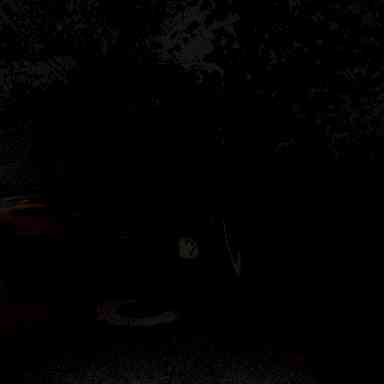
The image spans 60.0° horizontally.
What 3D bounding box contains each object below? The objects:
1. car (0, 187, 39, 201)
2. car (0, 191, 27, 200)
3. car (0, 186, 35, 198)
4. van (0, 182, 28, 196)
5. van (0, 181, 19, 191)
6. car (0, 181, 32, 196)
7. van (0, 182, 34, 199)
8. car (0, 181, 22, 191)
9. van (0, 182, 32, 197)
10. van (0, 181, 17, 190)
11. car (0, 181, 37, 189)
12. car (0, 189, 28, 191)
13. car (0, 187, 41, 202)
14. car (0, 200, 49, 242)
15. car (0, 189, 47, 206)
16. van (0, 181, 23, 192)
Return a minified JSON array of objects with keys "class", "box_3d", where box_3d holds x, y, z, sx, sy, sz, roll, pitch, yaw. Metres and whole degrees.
[{"class":"car","box_3d":[-20.775,0.193,39.067,4.792,1.488,2.163,1,1,-30]},{"class":"car","box_3d":[-8.287,1.060,17.659,4.553,1.767,2.185,1,2,-30]},{"class":"car","box_3d":[-23.583,-0.031,43.835,5.008,1.535,2.097,1,1,-30]},{"class":"van","box_3d":[-26.471,-0.443,48.552,4.442,1.987,1.878,1,1,-30]},{"class":"van","box_3d":[-40.282,-1.366,72.694,4.442,1.987,1.878,1,1,-30]},{"class":"car","box_3d":[-27.788,-0.559,50.987,5.566,2.045,2.435,1,1,-30]},{"class":"van","box_3d":[-22.271,-0.162,41.368,4.442,1.987,1.878,1,2,-31]},{"class":"car","box_3d":[-39.011,-1.301,70.228,5.566,2.045,2.435,1,1,-30]},{"class":"van","box_3d":[-24.875,-0.347,46.278,4.442,1.987,1.878,1,1,-30]},{"class":"van","box_3d":[-43.277,-1.554,77.366,4.442,1.987,1.878,1,1,-30]},{"class":"car","box_3d":[-15.192,0.358,29.501,5.566,2.045,2.435,1,2,-30]},{"class":"car","box_3d":[-12.598,0.835,24.618,5.366,1.575,1.946,1,2,-30]},{"class":"car","box_3d":[-19.447,0.292,36.789,4.792,1.488,2.163,1,2,-30]},{"class":"car","box_3d":[-6.928,1.301,15.252,5.008,1.535,2.097,1,2,-30]},{"class":"car","box_3d":[-16.645,0.521,31.870,4.792,1.488,2.163,1,2,-30]},{"class":"van","box_3d":[-34.702,-0.997,63.127,4.442,1.987,1.878,1,1,-30]}]
